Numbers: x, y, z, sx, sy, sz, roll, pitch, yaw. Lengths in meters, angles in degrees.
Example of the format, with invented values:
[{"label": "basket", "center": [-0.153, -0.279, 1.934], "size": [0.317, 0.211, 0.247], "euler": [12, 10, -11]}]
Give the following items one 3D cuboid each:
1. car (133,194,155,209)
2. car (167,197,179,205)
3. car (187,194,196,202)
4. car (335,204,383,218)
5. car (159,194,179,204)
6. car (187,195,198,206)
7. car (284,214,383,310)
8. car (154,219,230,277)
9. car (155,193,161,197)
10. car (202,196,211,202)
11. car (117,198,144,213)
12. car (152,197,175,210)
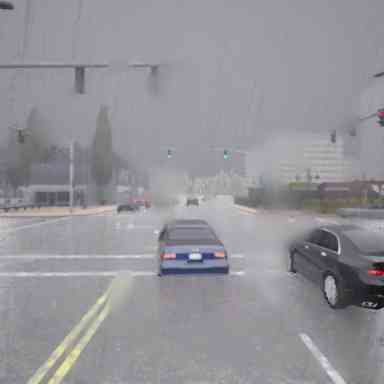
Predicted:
[{"label": "car", "center": [-7.116, 1.257, 47.640], "size": [2.150, 2.045, 5.566], "euler": [0, 0, 0]}, {"label": "car", "center": [-3.563, 1.610, 62.430], "size": [1.994, 1.385, 4.181], "euler": [0, 0, 0]}, {"label": "car", "center": [-0.044, 1.414, 79.880], "size": [2.097, 1.767, 4.553], "euler": [0, 0, 0]}, {"label": "car", "center": [14.432, 1.621, 27.489], "size": [4.718, 1.301, 1.895], "euler": [0, 0, 1]}, {"label": "car", "center": [-3.614, 1.530, 52.563], "size": [2.128, 1.511, 4.902], "euler": [0, 0, 0]}, {"label": "car", "center": [0.070, 1.520, 57.043], "size": [1.882, 1.535, 5.008], "euler": [0, 0, 0]}, {"label": "car", "center": [3.586, 1.511, 7.806], "size": [1.837, 1.490, 4.892], "euler": [0, 0, 0]}, {"label": "car", "center": [-0.167, 1.555, 10.277], "size": [2.033, 1.411, 5.357], "euler": [0, 0, -5]}, {"label": "car", "center": [-7.093, 1.395, 57.567], "size": [2.097, 1.767, 4.553], "euler": [0, 0, 0]}, {"label": "car", "center": [3.456, 1.612, 80.275], "size": [1.994, 1.385, 4.181], "euler": [0, 0, 0]}, {"label": "car", "center": [-7.169, 1.629, 37.996], "size": [1.895, 1.301, 4.718], "euler": [0, 0, 2]}, {"label": "car", "center": [-3.622, 1.633, 43.292], "size": [1.895, 1.301, 4.718], "euler": [0, 0, 0]}]
